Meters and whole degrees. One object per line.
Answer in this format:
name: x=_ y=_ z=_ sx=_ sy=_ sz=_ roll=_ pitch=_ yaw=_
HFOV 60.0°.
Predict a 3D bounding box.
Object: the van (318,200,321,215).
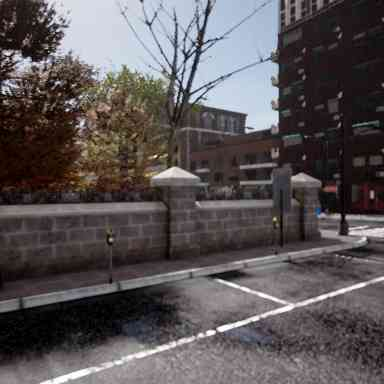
van: x=10.645 y=1.637 z=32.704 sx=1.690 sy=1.788 sz=3.998 roll=-1 pitch=0 yaw=-36
